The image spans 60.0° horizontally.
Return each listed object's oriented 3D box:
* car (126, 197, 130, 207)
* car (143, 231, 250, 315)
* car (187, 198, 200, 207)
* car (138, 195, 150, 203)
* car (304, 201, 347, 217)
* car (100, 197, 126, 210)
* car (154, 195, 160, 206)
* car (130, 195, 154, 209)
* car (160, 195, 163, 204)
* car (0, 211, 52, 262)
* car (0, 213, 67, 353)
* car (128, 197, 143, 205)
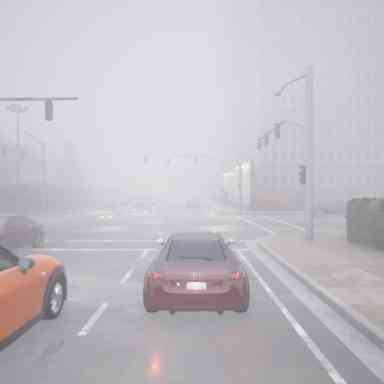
[{"bbox_3d":[-10.520,1.542,52.663,1.882,1.535,5.008,0,0,0],"label":"car"},{"bbox_3d":[0.088,1.574,7.684,1.994,1.385,4.181,0,0,0],"label":"car"},{"bbox_3d":[0.194,1.627,51.132,1.994,1.385,4.181,0,0,0],"label":"car"},{"bbox_3d":[-10.404,1.444,72.293,2.097,1.767,4.553,0,0,0],"label":"car"},{"bbox_3d":[13.135,1.586,31.434,4.902,1.511,2.128,0,0,0],"label":"car"},{"bbox_3d":[-10.545,1.545,43.514,2.128,1.511,4.902,0,0,1],"label":"car"},{"bbox_3d":[-7.008,1.574,56.055,1.837,1.490,4.892,0,0,0],"label":"car"},{"bbox_3d":[-7.023,1.410,47.113,2.097,1.767,4.553,0,0,0],"label":"car"},{"bbox_3d":[-6.937,1.433,66.134,2.097,1.767,4.553,0,0,1],"label":"car"},{"bbox_3d":[-7.056,1.540,12.077,1.812,1.442,4.674,0,0,2],"label":"car"},{"bbox_3d":[-3.434,1.358,4.510,2.097,1.767,4.553,0,0,1],"label":"car"},{"bbox_3d":[-10.475,1.677,61.963,1.895,1.301,4.718,0,0,0],"label":"car"}]
